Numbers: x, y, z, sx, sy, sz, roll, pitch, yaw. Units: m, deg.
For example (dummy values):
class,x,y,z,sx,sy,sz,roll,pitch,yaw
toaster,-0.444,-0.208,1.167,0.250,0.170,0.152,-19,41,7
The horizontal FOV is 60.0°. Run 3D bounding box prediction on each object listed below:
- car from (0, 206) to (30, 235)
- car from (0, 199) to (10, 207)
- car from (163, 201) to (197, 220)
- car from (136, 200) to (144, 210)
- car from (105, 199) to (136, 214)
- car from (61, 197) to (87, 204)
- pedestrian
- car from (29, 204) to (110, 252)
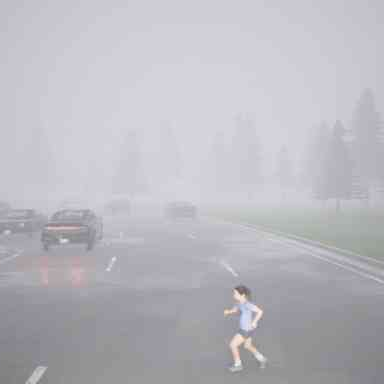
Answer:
class,x,y,z,sx,sy,sz,roll,pitch,yaw
car,-9.172,1.601,17.930,1.895,1.301,4.718,0,0,-12
car,-20.026,1.478,34.096,1.882,1.535,5.008,0,0,-38
car,-1.095,1.477,28.006,1.882,1.535,5.008,0,0,-17
car,-7.833,1.601,41.504,1.895,1.301,4.718,0,0,-36
car,-7.946,1.492,35.099,2.128,1.511,4.902,0,0,-28
car,-11.908,1.526,34.594,1.812,1.442,4.674,0,0,-32
pedestrian,0.692,1.674,4.169,0.500,1.100,0.500,0,0,-4
car,-4.904,1.491,14.079,2.128,1.511,4.902,0,0,-9
